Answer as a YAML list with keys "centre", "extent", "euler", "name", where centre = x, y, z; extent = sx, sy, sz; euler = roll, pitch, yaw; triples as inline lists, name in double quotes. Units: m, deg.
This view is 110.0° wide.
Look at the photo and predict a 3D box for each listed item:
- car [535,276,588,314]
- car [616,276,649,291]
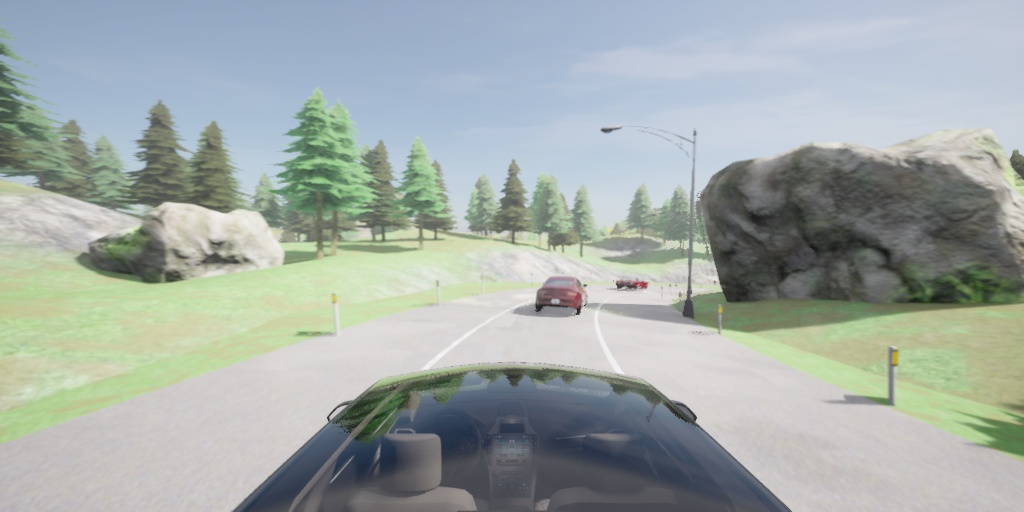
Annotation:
- centre: [2.216, 1.586, 15.494]
  extent: [1.812, 1.442, 4.674]
  euler: [1, -1, 15]
  name: "car"
- centre: [11.838, 2.677, 34.958]
  extent: [1.895, 1.301, 4.718]
  euler: [3, -2, 37]
  name: "car"
